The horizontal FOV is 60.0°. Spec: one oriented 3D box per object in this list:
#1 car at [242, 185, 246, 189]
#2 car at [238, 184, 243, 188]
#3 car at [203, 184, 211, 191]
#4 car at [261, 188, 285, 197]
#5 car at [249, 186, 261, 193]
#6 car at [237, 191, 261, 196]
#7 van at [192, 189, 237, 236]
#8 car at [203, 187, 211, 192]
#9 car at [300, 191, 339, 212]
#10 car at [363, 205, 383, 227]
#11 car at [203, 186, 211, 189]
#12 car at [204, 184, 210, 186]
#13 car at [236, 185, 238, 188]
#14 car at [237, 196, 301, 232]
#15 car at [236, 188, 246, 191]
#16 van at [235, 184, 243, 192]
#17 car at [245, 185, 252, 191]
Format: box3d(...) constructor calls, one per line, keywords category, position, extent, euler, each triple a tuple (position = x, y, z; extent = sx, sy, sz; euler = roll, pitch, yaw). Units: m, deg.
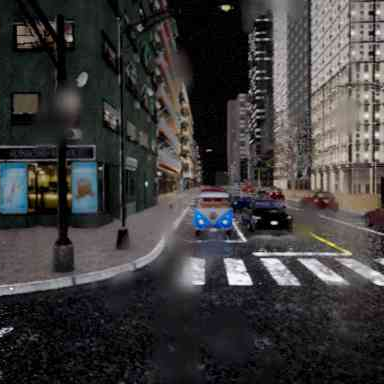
box3d(category="car", position=(11.397, -0.239, 64.513), extent=(1.802, 1.307, 4.206), euler=(0, 2, 2))
box3d(category="car", position=(11.630, -0.652, 70.027), extent=(2.192, 1.841, 5.009), euler=(0, 2, 2))
box3d(category="car", position=(4.193, -1.173, 92.466), extent=(2.192, 1.841, 5.009), euler=(0, 1, 2))
box3d(category="car", position=(10.462, 0.209, 42.427), extent=(1.967, 1.590, 4.097), euler=(0, 2, 2))
box3d(category="car", position=(10.929, 0.024, 53.471), extent=(2.008, 1.369, 4.403), euler=(0, 2, 2))
box3d(category="car", position=(3.980, 0.852, 26.364), extent=(1.895, 1.301, 4.718), euler=(0, 2, 2))
box3d(category="van", position=(0.920, 0.918, 15.178), extent=(1.690, 1.788, 3.998), euler=(0, 2, 2))
box3d(category="car", position=(3.725, -0.634, 81.432), extent=(1.947, 1.339, 4.313), euler=(0, 2, 2))
box3d(category="car", position=(9.761, 0.657, 25.865), extent=(1.967, 1.590, 4.097), euler=(0, 2, 2))
box3d(category="car", position=(9.293, 1.100, 14.827), extent=(1.802, 1.307, 4.206), euler=(0, 2, 2))
box3d(category="car", position=(1.154, 0.742, 20.698), extent=(2.192, 1.841, 5.009), euler=(0, 2, 2))
box3d(category="car", position=(3.024, -0.321, 64.866), extent=(1.967, 1.590, 4.097), euler=(0, 2, 2))
box3d(category="car", position=(11.864, -0.563, 75.554), extent=(2.008, 1.369, 4.403), euler=(0, 2, 2))
box3d(category="car", position=(3.532, 1.091, 16.260), extent=(1.994, 1.385, 4.181), euler=(0, 2, 0))
box3d(category="car", position=(4.419, 0.577, 36.503), extent=(1.895, 1.301, 4.718), euler=(0, 2, 3))
box3d(category="van", position=(12.331, -1.063, 86.590), extent=(1.690, 1.788, 3.998), euler=(0, 1, 2))
box3d(category="car", position=(11.163, -0.129, 58.992), extent=(1.887, 1.381, 4.507), euler=(0, 2, 2))
